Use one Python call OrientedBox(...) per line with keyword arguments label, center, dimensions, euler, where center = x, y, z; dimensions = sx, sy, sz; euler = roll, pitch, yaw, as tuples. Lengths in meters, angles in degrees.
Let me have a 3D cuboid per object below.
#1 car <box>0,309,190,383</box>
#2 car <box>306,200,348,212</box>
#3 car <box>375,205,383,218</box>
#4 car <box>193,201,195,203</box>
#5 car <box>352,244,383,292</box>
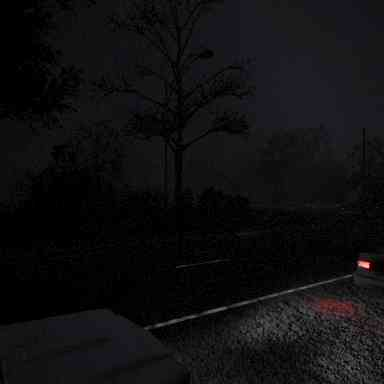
OrientedBox(label="car", center=(-2.262, 1.601, 2.099), dimensions=(4.718, 1.301, 1.895), euler=(0, 0, -35))
OrientedBox(label="car", center=(16.064, 1.606, 39.632), dimensions=(1.895, 1.301, 4.718), euler=(0, 0, -28))
OrientedBox(label="car", center=(17.020, 1.564, 27.412), dimensions=(1.994, 1.385, 4.181), euler=(0, 0, 0))
OrientedBox(label="car", center=(-1.081, 1.790, 67.873), dimensions=(1.837, 1.490, 4.892), euler=(0, -1, -22))
OrientedBox(label="car", center=(5.953, 1.547, 7.816), dimensions=(5.357, 1.411, 2.033), euler=(0, 0, -34))
